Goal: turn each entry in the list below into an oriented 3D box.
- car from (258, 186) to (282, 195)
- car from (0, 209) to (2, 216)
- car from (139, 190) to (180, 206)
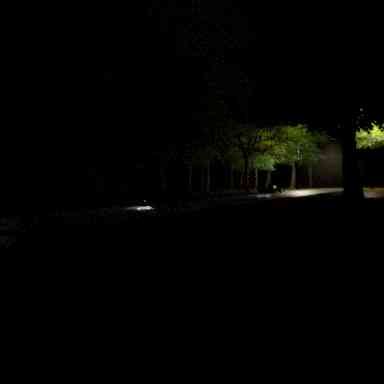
[{"bbox_3d":[11.754,-0.321,50.299,1.895,1.301,4.718,-1,2,38],"label":"car"},{"bbox_3d":[-13.931,1.119,19.269,5.008,1.535,1.882,-2,2,-35],"label":"car"},{"bbox_3d":[-2.978,0.553,31.254,1.994,1.385,4.181,-1,2,38],"label":"car"}]
